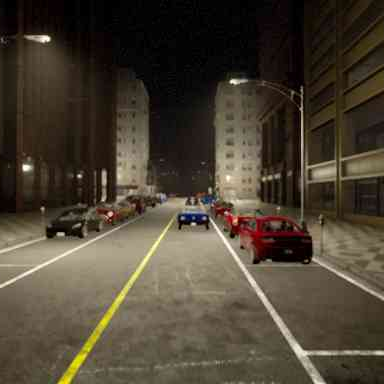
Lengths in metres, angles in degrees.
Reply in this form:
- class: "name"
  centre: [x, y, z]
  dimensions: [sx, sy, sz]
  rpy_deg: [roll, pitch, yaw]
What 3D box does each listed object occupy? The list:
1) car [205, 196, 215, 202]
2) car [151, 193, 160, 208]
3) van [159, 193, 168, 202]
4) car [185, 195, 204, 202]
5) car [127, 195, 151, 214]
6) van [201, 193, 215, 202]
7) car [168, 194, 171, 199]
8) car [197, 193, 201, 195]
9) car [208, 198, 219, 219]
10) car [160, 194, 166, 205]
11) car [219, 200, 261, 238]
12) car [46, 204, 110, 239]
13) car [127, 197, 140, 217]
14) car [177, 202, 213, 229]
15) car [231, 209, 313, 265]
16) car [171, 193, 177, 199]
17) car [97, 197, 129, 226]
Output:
- class: "car"
  centre: [2.659, 1.450, 33.925]
  dimensions: [2.008, 1.369, 4.403]
  rpy_deg: [1, 0, 0]
- class: "car"
  centre: [-5.871, 1.304, 45.161]
  dimensions: [1.967, 1.590, 4.097]
  rpy_deg: [1, 0, 0]
- class: "van"
  centre: [-5.879, 1.152, 62.033]
  dimensions: [1.690, 1.788, 3.998]
  rpy_deg: [1, 0, 0]
- class: "car"
  centre: [0.078, 1.427, 40.298]
  dimensions: [2.033, 1.411, 5.357]
  rpy_deg: [0, 0, 0]
- class: "car"
  centre: [-5.864, 1.215, 33.912]
  dimensions: [2.192, 1.841, 5.009]
  rpy_deg: [1, 0, 0]
- class: "van"
  centre: [2.652, 1.187, 50.798]
  dimensions: [1.690, 1.788, 3.998]
  rpy_deg: [1, 0, 0]
- class: "car"
  centre: [-5.885, 1.338, 67.658]
  dimensions: [1.887, 1.381, 4.507]
  rpy_deg: [1, 0, 0]
- class: "car"
  centre: [2.646, 1.126, 62.047]
  dimensions: [2.192, 1.841, 5.009]
  rpy_deg: [1, 0, 0]
- class: "car"
  centre: [2.662, 1.461, 28.300]
  dimensions: [1.887, 1.381, 4.507]
  rpy_deg: [1, 0, 0]
- class: "car"
  centre: [-5.879, 1.411, 56.410]
  dimensions: [1.802, 1.307, 4.206]
  rpy_deg: [1, 0, 0]
- class: "car"
  centre: [2.669, 1.390, 17.051]
  dimensions: [1.967, 1.590, 4.097]
  rpy_deg: [1, 0, 0]
- class: "car"
  centre: [-5.858, 1.517, 17.039]
  dimensions: [1.947, 1.339, 4.313]
  rpy_deg: [1, 0, 0]
- class: "car"
  centre: [-5.864, 1.443, 28.118]
  dimensions: [1.752, 1.417, 4.829]
  rpy_deg: [1, 0, 0]
- class: "car"
  centre: [0.088, 1.539, 21.257]
  dimensions: [1.895, 1.301, 4.718]
  rpy_deg: [0, 0, 0]
- class: "car"
  centre: [2.671, 1.512, 11.427]
  dimensions: [1.887, 1.381, 4.507]
  rpy_deg: [1, 0, 0]
- class: "car"
  centre: [-5.900, 1.293, 94.642]
  dimensions: [1.802, 1.307, 4.206]
  rpy_deg: [1, 0, 0]
- class: "car"
  centre: [-5.860, 1.374, 22.663]
  dimensions: [1.967, 1.590, 4.097]
  rpy_deg: [1, 0, 0]
